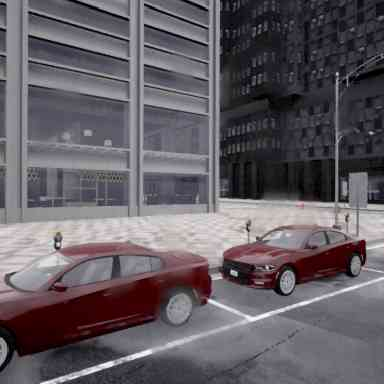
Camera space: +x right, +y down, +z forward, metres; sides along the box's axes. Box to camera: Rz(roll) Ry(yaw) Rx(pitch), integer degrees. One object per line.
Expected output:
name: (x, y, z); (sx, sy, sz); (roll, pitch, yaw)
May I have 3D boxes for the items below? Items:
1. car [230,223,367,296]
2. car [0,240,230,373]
car: (2.754, 1.545, 8.642); (4.507, 1.381, 1.887); (0, 0, -36)
car: (-1.739, 1.545, 5.426); (4.507, 1.381, 1.887); (0, 0, -36)
